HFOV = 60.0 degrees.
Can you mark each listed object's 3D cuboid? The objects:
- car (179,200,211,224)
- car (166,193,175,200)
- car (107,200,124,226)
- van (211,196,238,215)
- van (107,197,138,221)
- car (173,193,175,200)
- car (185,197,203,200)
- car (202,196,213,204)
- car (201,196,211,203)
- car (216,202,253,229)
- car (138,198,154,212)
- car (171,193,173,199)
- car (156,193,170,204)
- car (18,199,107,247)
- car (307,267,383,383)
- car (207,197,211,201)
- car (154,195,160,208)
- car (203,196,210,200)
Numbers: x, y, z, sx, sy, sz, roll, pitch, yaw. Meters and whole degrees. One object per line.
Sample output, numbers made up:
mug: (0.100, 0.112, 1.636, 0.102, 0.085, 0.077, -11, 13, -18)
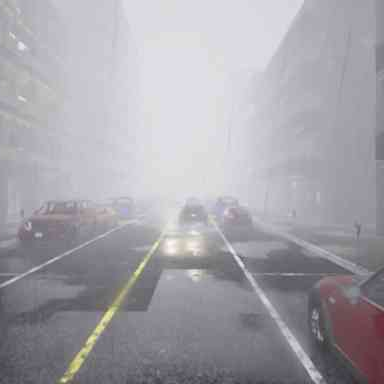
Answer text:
car: (0.104, 1.478, 23.665, 1.994, 1.385, 4.181, 0, 0, 0)
car: (-5.672, 1.121, 88.816, 2.192, 1.841, 5.009, 0, 0, 0)
car: (-5.682, 1.451, 20.367, 1.752, 1.417, 4.829, 0, 0, 0)
van: (2.700, 1.249, 26.220, 1.690, 1.788, 3.998, 0, 0, 0)
van: (-5.679, 1.249, 26.224, 1.690, 1.788, 3.998, 0, 0, 0)
car: (-5.674, 1.393, 77.436, 1.802, 1.307, 4.206, 0, 0, 0)
car: (0.109, 1.345, 42.478, 1.882, 1.535, 5.008, 0, 0, 0)
car: (2.705, 1.414, 60.363, 1.802, 1.307, 4.206, 0, 0, 0)
car: (2.705, 1.405, 66.054, 1.802, 1.307, 4.206, 0, 0, 0)
car: (2.698, 1.507, 20.533, 1.802, 1.307, 4.206, 0, 0, 0)
car: (-5.679, 1.404, 37.435, 1.752, 1.417, 4.829, 0, 0, 0)
car: (-5.674, 1.382, 71.748, 1.947, 1.339, 4.313, 0, 0, 0)
car: (-5.675, 1.147, 60.366, 2.192, 1.841, 5.009, 0, 0, 0)
car: (-5.681, 1.258, 14.845, 2.192, 1.841, 5.009, 0, 0, 0)
car: (2.696, 1.426, 3.462, 1.967, 1.590, 4.097, 0, 0, 0)
car: (2.700, 1.437, 31.912, 1.887, 1.381, 4.507, 0, 0, 0)
car: (-5.679, 1.447, 43.297, 1.802, 1.307, 4.206, 0, 0, 0)
car: (2.703, 1.436, 48.983, 1.802, 1.307, 4.206, 0, 0, 0)
